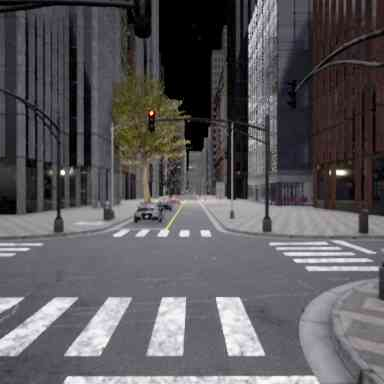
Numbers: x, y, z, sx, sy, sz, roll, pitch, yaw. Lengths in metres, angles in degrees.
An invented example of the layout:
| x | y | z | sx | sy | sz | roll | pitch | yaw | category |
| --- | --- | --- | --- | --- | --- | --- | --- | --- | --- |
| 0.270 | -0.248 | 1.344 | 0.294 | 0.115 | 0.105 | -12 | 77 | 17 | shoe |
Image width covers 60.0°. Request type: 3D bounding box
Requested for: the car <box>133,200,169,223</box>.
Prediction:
| x | y | z | sx | sy | sz | roll | pitch | yaw | category |
| --- | --- | --- | --- | --- | --- | --- | --- | --- | --- |
| -3.129 | 1.525 | 25.131 | 1.994 | 1.385 | 4.181 | 0 | 0 | 1 | car |

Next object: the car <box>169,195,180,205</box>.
| x | y | z | sx | sy | sz | roll | pitch | yaw | category |
| --- | --- | --- | --- | --- | --- | --- | --- | --- | --- |
| -3.123 | 1.263 | 56.380 | 2.097 | 1.767 | 4.553 | 0 | 0 | 0 | car |

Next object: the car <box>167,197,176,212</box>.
| x | y | z | sx | sy | sz | roll | pitch | yaw | category |
| --- | --- | --- | --- | --- | --- | --- | --- | --- | --- |
| -3.157 | 1.541 | 38.233 | 1.895 | 1.301 | 4.718 | 0 | 0 | 0 | car |
